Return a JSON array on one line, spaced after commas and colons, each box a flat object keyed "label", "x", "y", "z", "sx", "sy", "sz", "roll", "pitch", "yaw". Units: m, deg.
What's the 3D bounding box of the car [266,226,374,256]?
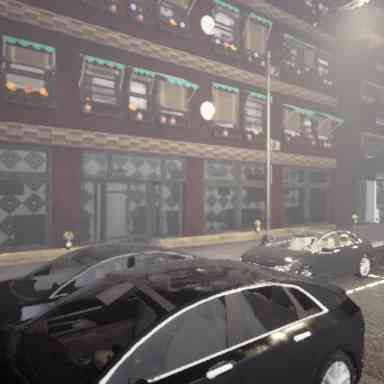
[{"label": "car", "x": 3.121, "y": 1.618, "z": 8.788, "sx": 4.403, "sy": 1.369, "sz": 2.008, "roll": 1, "pitch": -1, "yaw": -35}]

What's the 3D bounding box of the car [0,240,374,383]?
[{"label": "car", "x": -0.252, "y": 1.519, "z": 3.172, "sx": 4.892, "sy": 1.490, "sz": 1.837, "roll": 1, "pitch": -1, "yaw": -35}]

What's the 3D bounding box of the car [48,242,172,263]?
[{"label": "car", "x": -1.516, "y": 1.583, "z": 5.481, "sx": 4.313, "sy": 1.339, "sz": 1.947, "roll": 1, "pitch": -1, "yaw": -35}]
